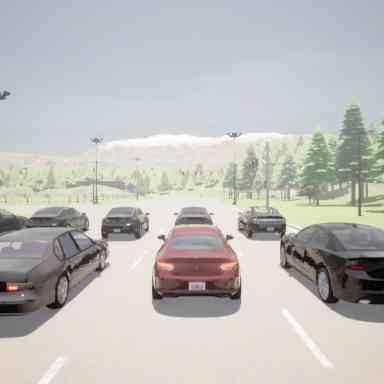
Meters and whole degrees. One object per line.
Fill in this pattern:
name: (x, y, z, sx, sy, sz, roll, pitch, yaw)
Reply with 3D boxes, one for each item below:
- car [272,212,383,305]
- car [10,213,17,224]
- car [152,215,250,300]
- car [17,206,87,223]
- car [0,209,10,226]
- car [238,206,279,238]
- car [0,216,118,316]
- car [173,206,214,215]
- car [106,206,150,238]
car: (3.599, 1.478, 8.187, 1.882, 1.535, 5.008, 0, 0, 0)
car: (-10.406, 1.547, 17.035, 2.033, 1.411, 5.357, 0, 0, 0)
car: (0.095, 1.526, 8.278, 1.812, 1.442, 4.674, 0, 0, 0)
car: (-6.906, 1.505, 17.535, 1.837, 1.490, 4.892, 0, 0, 0)
car: (-6.907, 1.221, 7.695, 2.150, 2.045, 5.566, 0, 0, 0)
car: (3.595, 1.492, 17.678, 2.128, 1.511, 4.902, 0, 0, 0)
car: (-3.405, 1.547, 7.782, 2.033, 1.411, 5.357, 0, 0, 0)
car: (0.094, 1.505, 17.523, 1.837, 1.490, 4.892, 0, 0, 0)
car: (-3.406, 1.505, 17.524, 1.837, 1.490, 4.892, 0, 0, 0)
